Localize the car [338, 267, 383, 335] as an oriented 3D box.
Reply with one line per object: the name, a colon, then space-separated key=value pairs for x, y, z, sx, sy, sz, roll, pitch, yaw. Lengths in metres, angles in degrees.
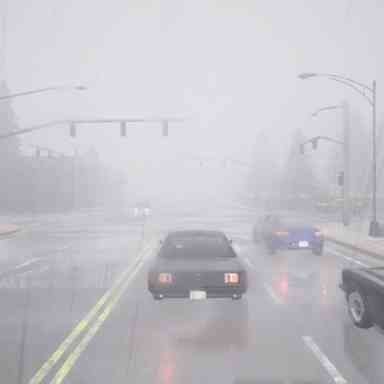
car: x=3.614 y=1.601 z=4.008 sx=1.895 sy=1.301 sz=4.718 roll=0 pitch=0 yaw=0

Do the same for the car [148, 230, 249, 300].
car: x=0.100 y=1.601 z=8.320 sx=1.895 sy=1.301 sz=4.718 roll=0 pitch=0 yaw=0

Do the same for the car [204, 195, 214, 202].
car: x=3.840 y=1.355 z=74.996 sx=2.097 sy=1.767 sz=4.553 roll=0 pitch=0 yaw=0

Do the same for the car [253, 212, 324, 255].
car: x=3.638 y=1.526 z=13.111 sx=1.812 sy=1.442 sz=4.674 roll=0 pitch=0 yaw=0

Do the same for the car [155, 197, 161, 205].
car: x=-6.804 y=1.563 z=60.605 sx=1.994 sy=1.385 sz=4.181 roll=0 pitch=0 yaw=1

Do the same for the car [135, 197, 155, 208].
car: x=-6.887 y=1.526 z=47.408 sx=1.812 sy=1.442 sz=4.674 roll=0 pitch=0 yaw=0

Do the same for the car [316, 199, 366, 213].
car: x=16.084 y=1.478 z=36.090 sx=5.008 sy=1.535 sz=1.882 roll=0 pitch=0 yaw=0

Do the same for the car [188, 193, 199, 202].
car: x=0.336 y=1.225 z=74.891 sx=2.150 sy=2.045 sz=5.566 roll=0 pitch=0 yaw=0
